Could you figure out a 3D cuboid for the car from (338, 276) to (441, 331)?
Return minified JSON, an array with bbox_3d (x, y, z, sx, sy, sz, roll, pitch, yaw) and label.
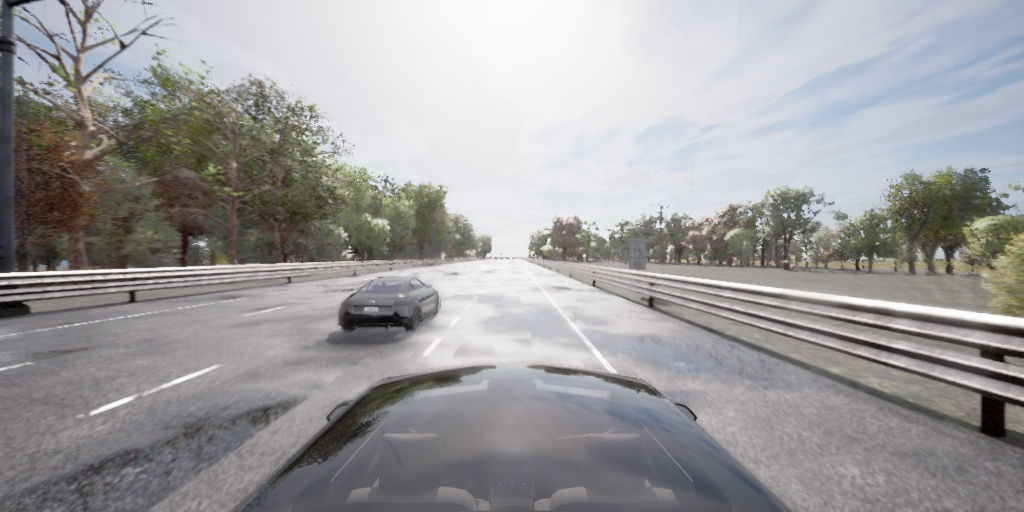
[{"bbox_3d":[-3.474,1.299,10.887,1.994,1.385,4.181,0,0,0],"label":"car"}]
